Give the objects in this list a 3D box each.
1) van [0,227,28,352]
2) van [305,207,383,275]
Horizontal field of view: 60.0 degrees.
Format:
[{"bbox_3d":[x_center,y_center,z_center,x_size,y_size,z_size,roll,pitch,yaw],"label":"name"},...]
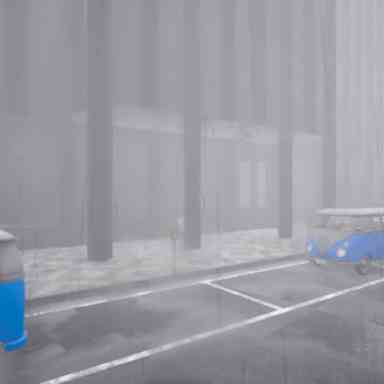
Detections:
[{"bbox_3d":[-3.994,1.336,3.689,3.998,1.788,1.690,0,-1,-36],"label":"van"},{"bbox_3d":[5.198,1.378,10.258,3.998,1.788,1.690,0,-1,-36],"label":"van"}]
